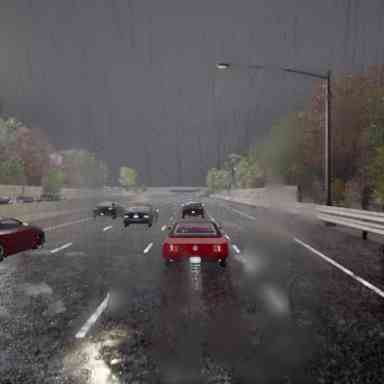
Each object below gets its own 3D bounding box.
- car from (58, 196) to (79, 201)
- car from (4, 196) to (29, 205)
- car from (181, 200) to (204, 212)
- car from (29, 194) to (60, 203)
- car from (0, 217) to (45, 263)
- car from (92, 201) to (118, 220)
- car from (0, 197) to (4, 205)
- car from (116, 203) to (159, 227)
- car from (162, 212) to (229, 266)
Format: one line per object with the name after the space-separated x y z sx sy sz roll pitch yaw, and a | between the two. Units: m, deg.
-17.585 1.598 49.020 1.994 1.385 4.181 0 0 0 | car
-24.584 1.384 48.298 2.097 1.767 4.553 0 0 0 | car
0.089 1.490 29.610 1.882 1.535 5.008 0 0 0 | car
-21.082 1.254 48.690 2.150 2.045 5.566 0 0 0 | car
-6.905 1.565 11.693 1.994 1.385 4.181 0 0 0 | car
-6.912 1.502 28.003 2.128 1.511 4.902 0 0 0 | car
-28.079 1.523 48.455 2.128 1.511 4.902 0 0 0 | car
-3.411 1.554 22.824 2.033 1.411 5.357 0 0 0 | car
0.096 1.602 11.490 1.895 1.301 4.718 0 0 0 | car
